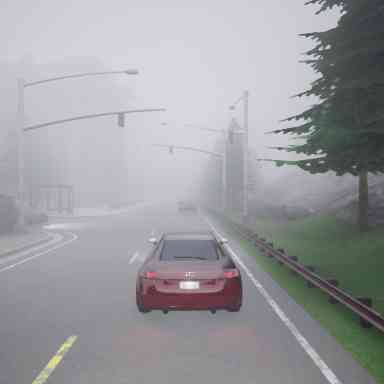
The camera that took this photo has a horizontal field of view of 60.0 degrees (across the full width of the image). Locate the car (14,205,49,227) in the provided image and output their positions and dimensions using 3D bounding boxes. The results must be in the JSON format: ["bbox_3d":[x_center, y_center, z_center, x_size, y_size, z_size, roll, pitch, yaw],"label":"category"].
[{"bbox_3d":[-11.714,1.548,21.826,4.181,1.385,1.994,0,0,-2],"label":"car"}]

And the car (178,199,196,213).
[{"bbox_3d":[-0.565,1.547,37.549,2.033,1.411,5.357,0,0,-4],"label":"car"}]

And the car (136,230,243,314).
[{"bbox_3d":[-0.077,1.564,7.696,1.994,1.385,4.181,0,0,-1],"label":"car"}]
